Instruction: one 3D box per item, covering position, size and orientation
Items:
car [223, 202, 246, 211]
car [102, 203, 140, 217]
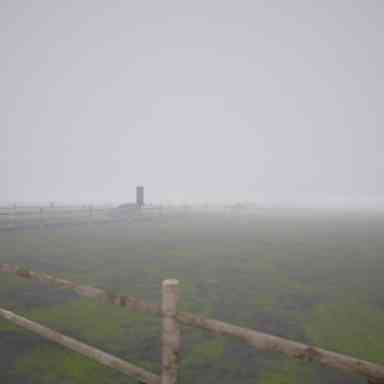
[{"bbox_3d":[7.265,2.406,56.776,2.033,1.411,5.357,0,-1,36],"label":"car"},{"bbox_3d":[-7.600,1.883,36.098,1.812,1.442,4.674,0,-1,36],"label":"car"}]
